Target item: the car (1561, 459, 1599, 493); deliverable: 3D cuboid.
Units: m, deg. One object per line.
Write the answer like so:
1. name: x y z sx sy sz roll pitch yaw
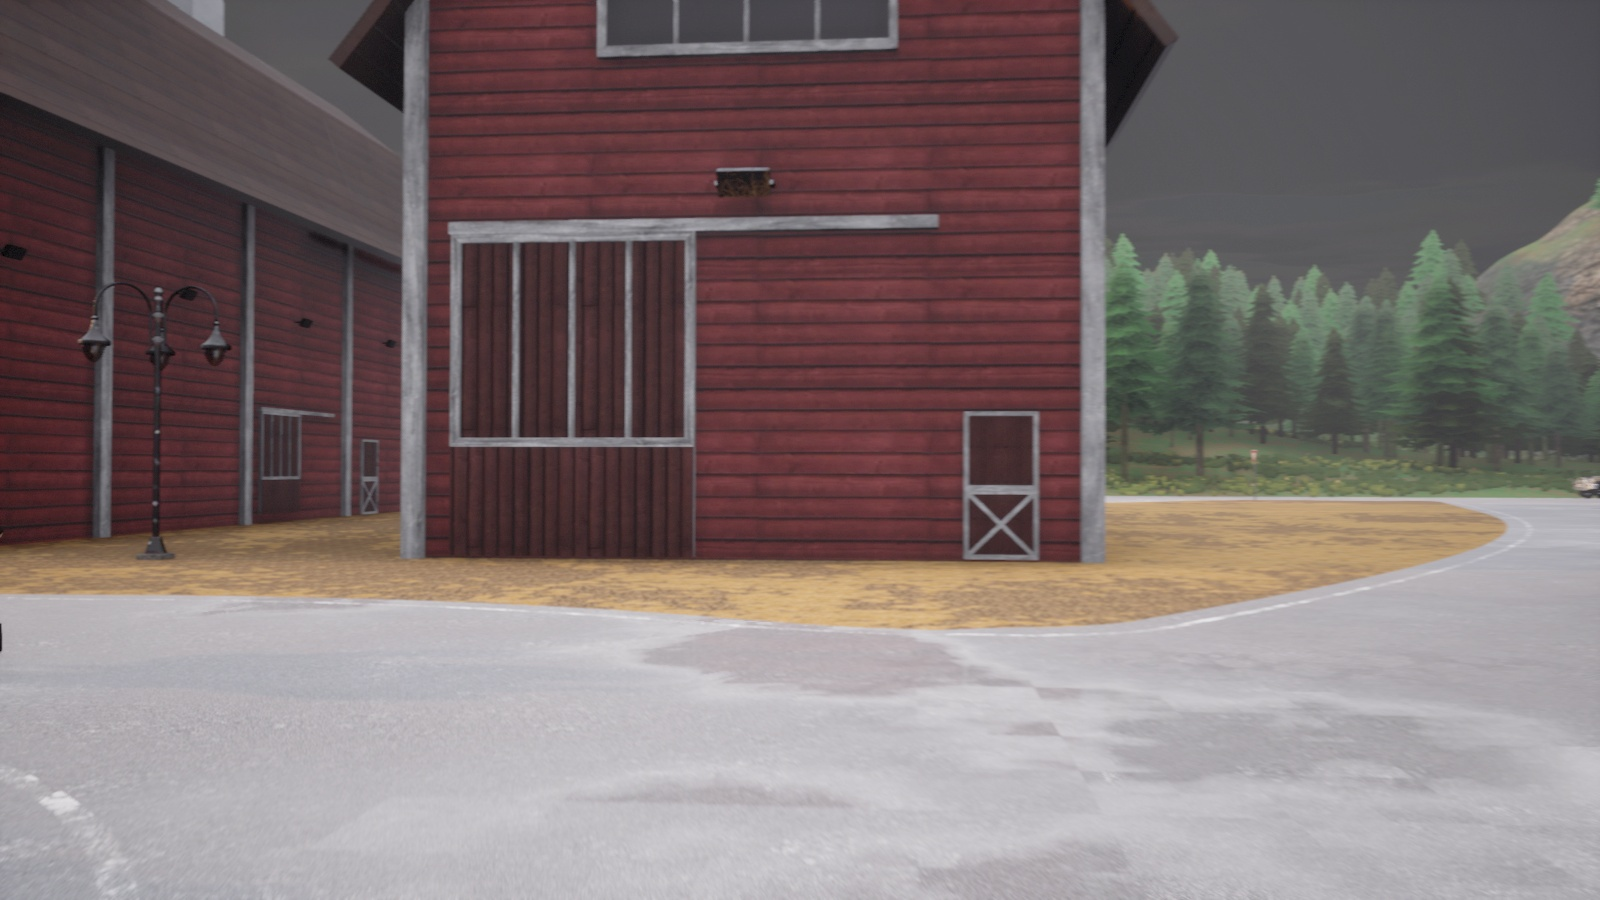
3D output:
1. car: 44.735 1.406 68.941 4.605 1.855 1.932 0 -1 6
